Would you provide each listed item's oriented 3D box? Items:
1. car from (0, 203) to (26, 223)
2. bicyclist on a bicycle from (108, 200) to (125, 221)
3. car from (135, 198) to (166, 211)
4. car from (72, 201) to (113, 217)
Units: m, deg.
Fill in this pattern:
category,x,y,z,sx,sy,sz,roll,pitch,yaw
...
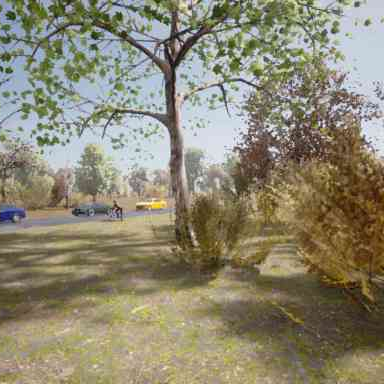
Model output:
category,x,y,z,sx,sy,sz,roll,pitch,yaw
car,-14.246,1.555,23.715,1.812,1.442,4.674,0,0,27
bicyclist on a bicycle,-5.933,1.483,26.076,1.656,1.620,0.582,0,0,27
car,-5.136,1.545,41.670,1.882,1.535,5.008,0,0,27
car,-9.721,1.613,32.656,1.994,1.385,4.181,0,0,27
